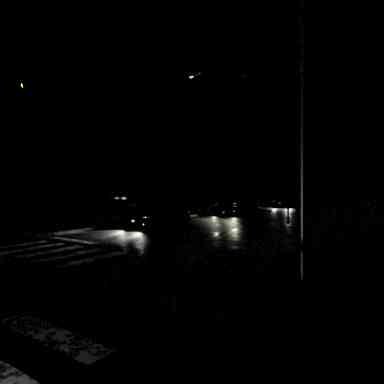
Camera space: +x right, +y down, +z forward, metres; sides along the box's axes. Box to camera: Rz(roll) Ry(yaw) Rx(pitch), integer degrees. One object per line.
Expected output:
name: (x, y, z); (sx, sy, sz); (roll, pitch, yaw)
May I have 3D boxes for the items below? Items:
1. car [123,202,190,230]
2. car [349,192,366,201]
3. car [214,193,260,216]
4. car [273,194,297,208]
car: (-1.905, 1.285, 18.825); (1.994, 1.385, 4.181); (0, 1, 35)
car: (26.021, 0.603, 52.323); (1.994, 1.385, 4.181); (0, 1, 35)
car: (3.649, 0.913, 26.584); (2.097, 1.767, 4.553); (0, 1, 36)
car: (10.362, 0.879, 35.932); (1.837, 1.490, 4.892); (0, 1, 36)
